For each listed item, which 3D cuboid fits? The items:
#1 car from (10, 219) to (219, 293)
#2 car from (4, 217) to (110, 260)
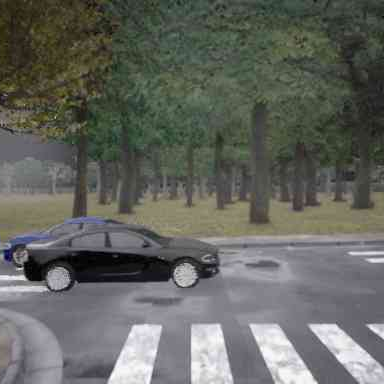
[{"bbox_3d":[-1.782,1.619,8.897,5.008,1.535,1.882,-1,0,0],"label":"car"},{"bbox_3d":[-3.989,1.665,11.842,5.008,1.535,1.882,-1,0,0],"label":"car"}]
